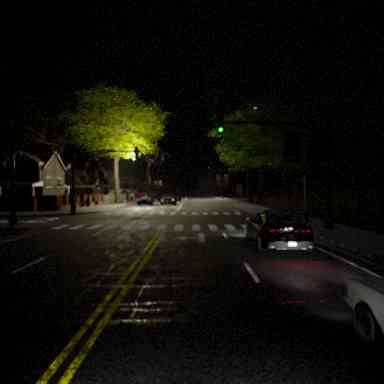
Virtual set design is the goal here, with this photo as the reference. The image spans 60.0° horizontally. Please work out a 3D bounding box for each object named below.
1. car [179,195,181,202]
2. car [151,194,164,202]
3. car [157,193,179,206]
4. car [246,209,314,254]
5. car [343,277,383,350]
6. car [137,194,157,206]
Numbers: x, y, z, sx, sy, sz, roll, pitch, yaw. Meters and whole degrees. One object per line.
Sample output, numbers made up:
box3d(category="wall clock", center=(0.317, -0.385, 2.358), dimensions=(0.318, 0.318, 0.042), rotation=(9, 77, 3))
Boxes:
box3d(category="car", center=(-3.259, 0.979, 63.802), dimensions=(2.097, 1.767, 4.553), rotation=(0, 0, 0))
box3d(category="car", center=(-6.514, 1.157, 63.063), dimensions=(1.812, 1.442, 4.674), rotation=(0, 0, 0))
box3d(category="car", center=(-3.321, 1.070, 47.491), dimensions=(2.097, 1.767, 4.553), rotation=(0, 0, 0))
box3d(category="car", center=(3.331, 1.428, 13.240), dimensions=(1.837, 1.490, 4.892), rotation=(0, 1, 1))
box3d(category="car", center=(3.345, 1.582, 3.213), dimensions=(1.895, 1.301, 4.718), rotation=(0, 0, 0))
box3d(category="car", center=(-6.572, 1.321, 47.047), dimensions=(1.895, 1.301, 4.718), rotation=(0, 0, 0))
